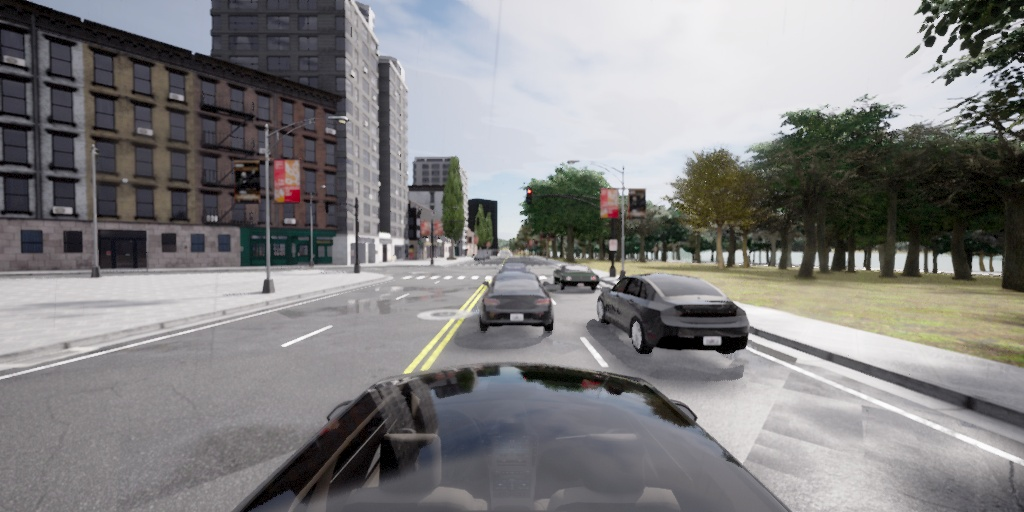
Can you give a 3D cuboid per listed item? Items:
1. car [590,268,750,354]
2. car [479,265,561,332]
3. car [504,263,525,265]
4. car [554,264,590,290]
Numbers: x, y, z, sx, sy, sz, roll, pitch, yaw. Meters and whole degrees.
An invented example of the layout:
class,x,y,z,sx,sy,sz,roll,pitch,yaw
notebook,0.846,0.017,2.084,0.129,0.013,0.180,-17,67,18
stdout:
class,x,y,z,sx,sy,sz,roll,pitch,yaw
car,3.362,1.160,8.443,1.837,1.490,4.892,0,0,0
car,0.117,1.156,10.241,1.812,1.442,4.674,0,1,0
car,0.135,1.068,19.276,1.994,1.385,4.181,0,1,-1
car,3.380,1.098,19.794,1.895,1.301,4.718,0,1,0
